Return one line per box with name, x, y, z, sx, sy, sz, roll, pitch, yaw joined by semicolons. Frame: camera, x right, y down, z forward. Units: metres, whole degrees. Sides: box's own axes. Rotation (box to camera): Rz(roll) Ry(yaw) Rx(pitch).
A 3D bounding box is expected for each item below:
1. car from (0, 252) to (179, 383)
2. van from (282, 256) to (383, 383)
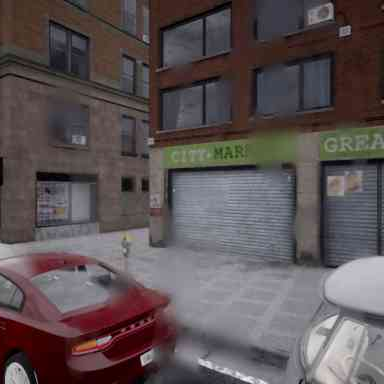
car;-2.259;1.544;4.682;4.507;1.381;1.887;0;0;35
van;2.353;1.341;1.400;3.998;1.788;1.690;0;0;35
